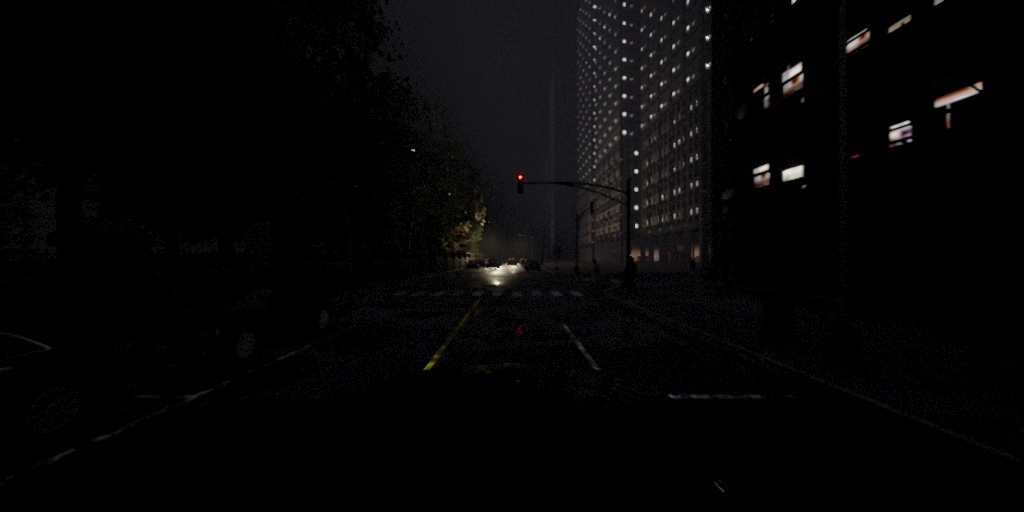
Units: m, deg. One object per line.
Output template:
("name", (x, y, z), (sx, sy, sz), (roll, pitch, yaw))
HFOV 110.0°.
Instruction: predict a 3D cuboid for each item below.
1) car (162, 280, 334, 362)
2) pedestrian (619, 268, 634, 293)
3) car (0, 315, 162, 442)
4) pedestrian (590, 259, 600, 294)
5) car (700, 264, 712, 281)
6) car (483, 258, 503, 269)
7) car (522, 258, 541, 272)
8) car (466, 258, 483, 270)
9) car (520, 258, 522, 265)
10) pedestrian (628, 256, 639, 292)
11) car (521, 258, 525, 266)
("car", (-5.816, 1.289, 8.188), (1.888, 1.381, 4.507), (0, 0, 0))
("pedestrian", (5.475, 1.256, 17.454), (0.500, 1.100, 0.500), (0, 0, 0))
("car", (-5.768, 1.300, 2.648), (2.007, 1.370, 4.403), (0, 0, 0))
("pedestrian", (4.367, 1.028, 18.656), (0.375, 1.860, 0.375), (0, 0, 0))
("car", (14.699, 1.005, 23.511), (4.313, 1.339, 1.948), (0, 0, 0))
("car", (-3.012, 1.071, 57.274), (2.097, 1.767, 4.553), (0, 0, 1))
("car", (2.717, 1.287, 46.101), (1.948, 1.339, 4.313), (0, 0, 0))
("car", (-5.660, 1.301, 51.739), (1.802, 1.307, 4.207), (0, 0, 0))
("car", (2.724, 1.285, 57.366), (1.948, 1.339, 4.313), (0, 0, 0))
("pedestrian", (5.995, 0.872, 18.055), (0.375, 1.860, 0.375), (0, 0, 0))
("car", (2.720, 1.285, 51.734), (1.948, 1.339, 4.313), (0, 0, 0))
